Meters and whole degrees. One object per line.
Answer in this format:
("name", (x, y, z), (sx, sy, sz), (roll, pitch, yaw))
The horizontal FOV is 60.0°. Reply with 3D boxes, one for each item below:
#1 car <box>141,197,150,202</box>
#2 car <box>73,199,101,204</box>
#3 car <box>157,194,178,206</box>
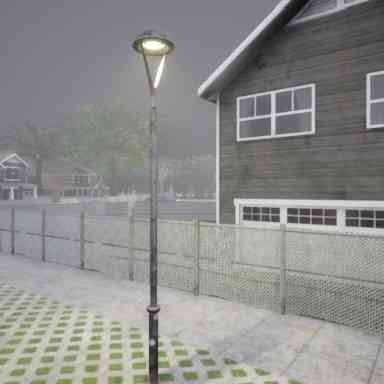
("car", (-6.630, 1.572, 53.627), (1.837, 1.490, 4.892), (0, 0, 18))
("car", (-12.186, 1.597, 37.752), (2.128, 1.511, 4.902), (0, 0, 20))
("car", (-4.086, 1.294, 52.152), (2.150, 2.045, 5.566), (0, 0, 17))
